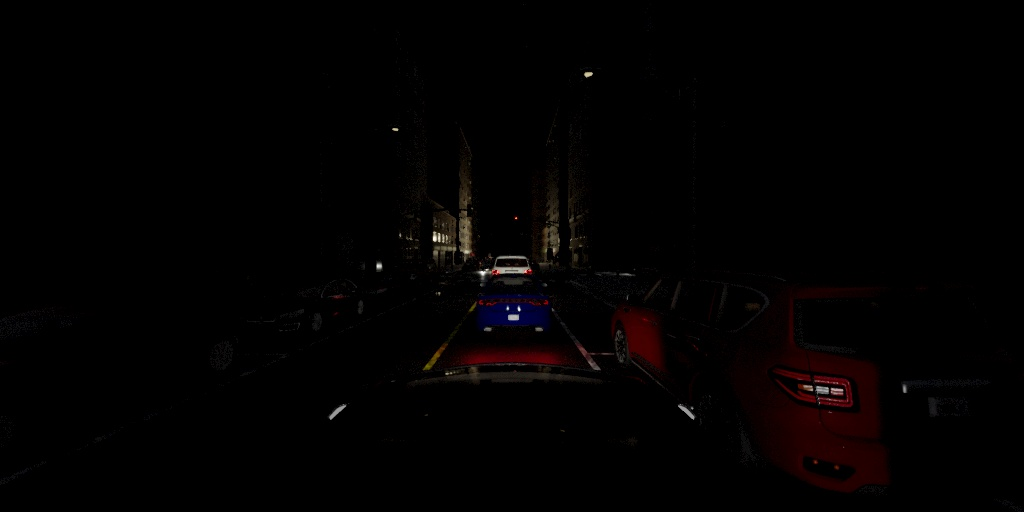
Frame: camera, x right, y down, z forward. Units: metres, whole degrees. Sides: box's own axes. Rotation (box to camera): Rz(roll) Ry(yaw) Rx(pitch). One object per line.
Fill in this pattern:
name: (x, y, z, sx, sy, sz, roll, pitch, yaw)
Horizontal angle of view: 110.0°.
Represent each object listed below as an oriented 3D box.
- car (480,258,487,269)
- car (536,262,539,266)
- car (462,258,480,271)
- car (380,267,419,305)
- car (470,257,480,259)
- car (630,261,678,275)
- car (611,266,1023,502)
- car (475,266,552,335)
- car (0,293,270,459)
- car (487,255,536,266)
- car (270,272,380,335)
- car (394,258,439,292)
car: (-3.154, 1.295, 48.980, 1.812, 1.442, 4.674, 0, 0, -3)
car: (2.804, 1.350, 48.476, 1.802, 1.307, 4.207, 0, 0, 0)
car: (-5.721, 1.350, 48.439, 1.802, 1.307, 4.207, 0, 0, 0)
car: (-5.683, 1.331, 15.857, 1.802, 1.307, 4.207, 0, 0, 0)
car: (-5.728, 1.090, 54.004, 2.192, 1.841, 5.009, 0, 0, 0)
car: (14.642, 1.199, 37.053, 4.181, 1.385, 1.994, 0, 1, 0)
car: (2.855, 1.064, 4.724, 2.192, 1.841, 5.009, 0, 0, 0)
car: (0.044, 1.226, 10.499, 1.882, 1.535, 5.008, 0, 0, 0)
car: (-5.670, 1.294, 4.692, 1.888, 1.381, 4.507, 0, 0, 0)
car: (-0.016, 0.971, 20.159, 2.150, 2.045, 5.566, 0, 0, 0)
car: (-5.676, 1.299, 10.274, 2.007, 1.370, 4.403, 0, 0, 0)
car: (-5.689, 1.064, 21.439, 2.192, 1.841, 5.009, 0, 0, 0)
